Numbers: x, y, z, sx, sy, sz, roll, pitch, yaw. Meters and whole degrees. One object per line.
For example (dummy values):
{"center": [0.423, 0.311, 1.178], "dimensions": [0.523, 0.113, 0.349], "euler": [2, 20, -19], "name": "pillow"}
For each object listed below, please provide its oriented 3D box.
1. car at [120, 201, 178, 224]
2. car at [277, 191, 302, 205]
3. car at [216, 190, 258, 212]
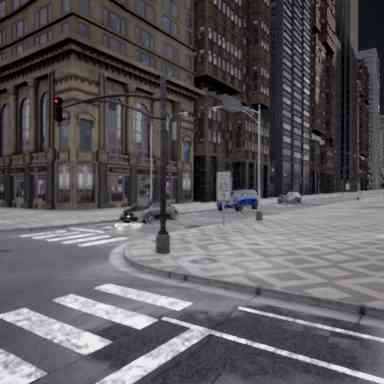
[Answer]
{"center": [-2.762, 1.302, 22.097], "dimensions": [1.994, 1.385, 4.181], "euler": [0, 1, 35], "name": "car"}
{"center": [12.986, 0.729, 44.089], "dimensions": [2.097, 1.767, 4.553], "euler": [0, 1, 36], "name": "car"}
{"center": [4.517, 0.794, 32.278], "dimensions": [2.150, 2.045, 5.566], "euler": [0, 1, 36], "name": "car"}
